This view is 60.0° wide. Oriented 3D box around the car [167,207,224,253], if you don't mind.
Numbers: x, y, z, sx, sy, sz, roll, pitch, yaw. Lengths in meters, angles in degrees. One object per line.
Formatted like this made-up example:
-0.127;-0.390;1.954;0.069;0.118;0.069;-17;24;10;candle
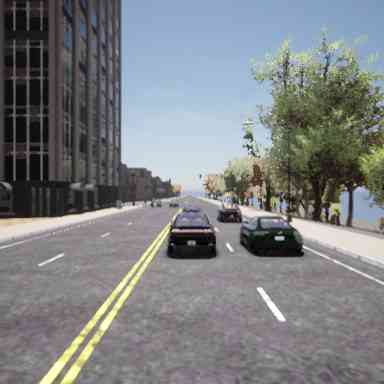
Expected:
-0.003;1.627;14.299;2.128;1.511;4.902;0;0;0;car

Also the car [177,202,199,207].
-0.013;1.838;29.303;1.994;1.385;4.181;0;0;0;car

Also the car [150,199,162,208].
-6.542;2.069;61.408;2.128;1.511;4.902;0;-1;0;car

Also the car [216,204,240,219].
3.238;1.766;29.302;2.128;1.511;4.902;0;0;0;car

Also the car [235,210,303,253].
3.249;1.698;14.305;1.994;1.385;4.181;0;-1;0;car

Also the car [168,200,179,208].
-3.289;2.124;61.716;2.033;1.411;5.357;0;-1;0;car
